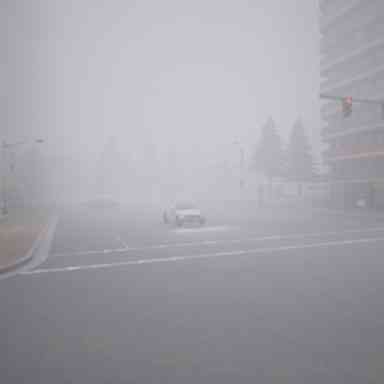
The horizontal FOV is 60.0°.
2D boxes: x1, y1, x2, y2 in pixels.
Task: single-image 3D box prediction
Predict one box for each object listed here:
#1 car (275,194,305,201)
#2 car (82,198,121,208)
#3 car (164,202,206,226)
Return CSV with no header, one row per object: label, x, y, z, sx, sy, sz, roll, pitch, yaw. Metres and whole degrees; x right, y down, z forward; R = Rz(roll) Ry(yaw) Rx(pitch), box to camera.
car,16.115,0.965,55.255,5.357,1.411,2.033,-1,0,-19
car,-12.966,1.612,47.767,5.357,1.411,2.033,-1,0,16
car,-0.638,1.459,22.952,1.812,1.442,4.674,-1,0,-21
